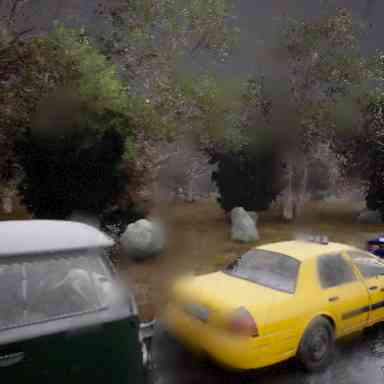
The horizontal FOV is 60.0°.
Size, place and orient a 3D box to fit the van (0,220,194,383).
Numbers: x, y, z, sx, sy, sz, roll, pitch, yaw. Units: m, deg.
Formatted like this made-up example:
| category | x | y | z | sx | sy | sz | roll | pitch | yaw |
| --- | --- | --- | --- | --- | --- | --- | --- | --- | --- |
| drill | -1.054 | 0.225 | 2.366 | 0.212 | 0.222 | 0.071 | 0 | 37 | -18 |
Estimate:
| category | x | y | z | sx | sy | sz | roll | pitch | yaw |
| --- | --- | --- | --- | --- | --- | --- | --- | --- | --- |
| van | -2.374 | 1.254 | 2.359 | 4.442 | 1.987 | 1.878 | 0 | 0 | -33 |

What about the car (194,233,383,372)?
| category | x | y | z | sx | sy | sz | roll | pitch | yaw |
| --- | --- | --- | --- | --- | --- | --- | --- | --- | --- |
| car | 2.217 | 1.483 | 5.633 | 5.366 | 1.575 | 1.946 | 0 | 0 | -33 |
